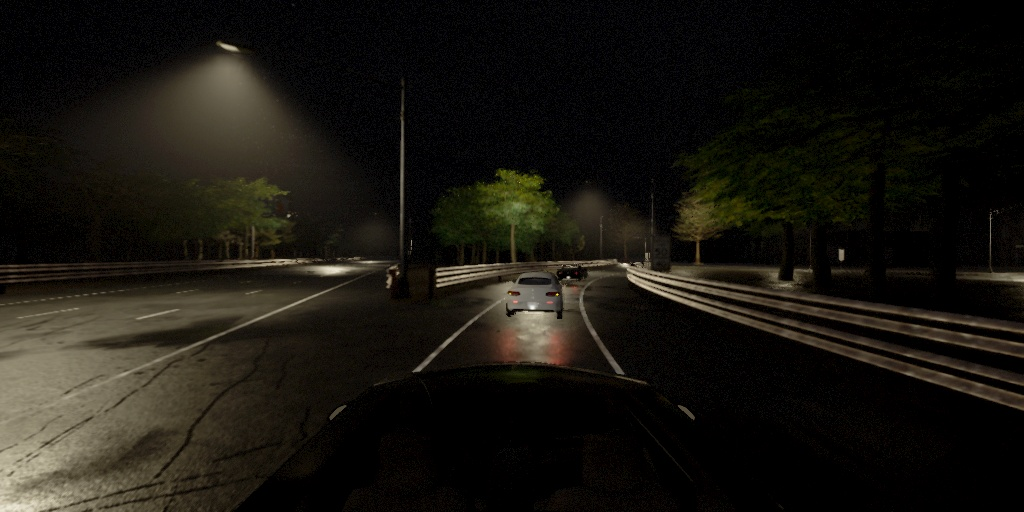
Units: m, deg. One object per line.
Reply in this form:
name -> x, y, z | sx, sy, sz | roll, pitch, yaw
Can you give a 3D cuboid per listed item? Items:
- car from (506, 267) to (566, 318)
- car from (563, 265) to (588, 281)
car -> 0.949, 1.290, 12.990 | 1.812, 1.442, 4.674 | 0, 0, 8
car -> 5.183, 1.372, 30.152 | 1.895, 1.301, 4.718 | 0, 0, 20
